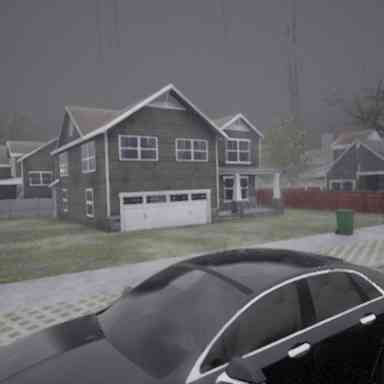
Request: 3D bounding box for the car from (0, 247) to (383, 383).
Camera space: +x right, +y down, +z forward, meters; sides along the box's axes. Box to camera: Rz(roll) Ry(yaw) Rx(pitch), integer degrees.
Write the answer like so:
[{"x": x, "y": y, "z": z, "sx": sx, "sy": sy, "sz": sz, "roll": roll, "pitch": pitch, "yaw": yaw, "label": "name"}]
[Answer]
[{"x": 0.414, "y": 1.439, "z": 3.355, "sx": 4.892, "sy": 1.490, "sz": 1.837, "roll": -2, "pitch": 1, "yaw": -33, "label": "car"}]
